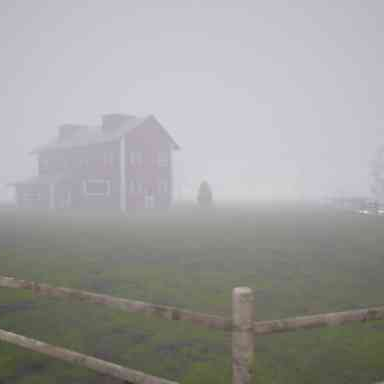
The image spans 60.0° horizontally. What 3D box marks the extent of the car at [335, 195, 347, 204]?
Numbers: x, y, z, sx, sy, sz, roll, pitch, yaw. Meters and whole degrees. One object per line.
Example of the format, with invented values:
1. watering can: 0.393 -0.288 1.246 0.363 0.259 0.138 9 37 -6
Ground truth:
1. car: 24.173 1.148 53.003 1.994 1.385 4.181 0 0 5

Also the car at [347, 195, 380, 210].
1. car: 19.097 1.210 36.839 1.837 1.490 4.892 0 0 11
